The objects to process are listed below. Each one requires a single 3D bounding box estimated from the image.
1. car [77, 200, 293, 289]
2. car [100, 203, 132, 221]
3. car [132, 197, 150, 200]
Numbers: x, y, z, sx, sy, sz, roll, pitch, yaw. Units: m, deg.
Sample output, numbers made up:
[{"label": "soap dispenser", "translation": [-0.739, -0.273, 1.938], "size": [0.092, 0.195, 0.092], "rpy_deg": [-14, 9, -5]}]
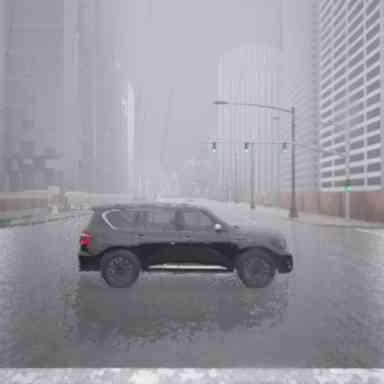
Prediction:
[{"label": "car", "translation": [-0.208, 1.335, 9.025], "size": [5.566, 2.045, 2.150], "rpy_deg": [0, -1, 0]}, {"label": "car", "translation": [-7.128, 1.843, 31.775], "size": [1.837, 1.490, 4.892], "rpy_deg": [0, -1, 1]}, {"label": "car", "translation": [-7.121, 1.701, 44.980], "size": [2.150, 2.045, 5.566], "rpy_deg": [0, -1, 0]}]
